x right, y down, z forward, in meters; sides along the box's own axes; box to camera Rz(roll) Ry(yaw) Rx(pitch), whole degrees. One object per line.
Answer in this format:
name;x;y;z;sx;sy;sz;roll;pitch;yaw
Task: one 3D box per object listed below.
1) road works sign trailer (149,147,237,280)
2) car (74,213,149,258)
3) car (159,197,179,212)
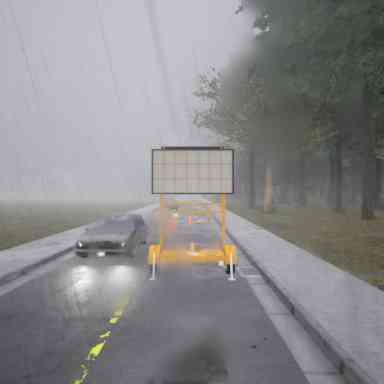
road works sign trailer;0.019;0.464;9.873;2.380;3.560;2.880;0;0;0
car;-2.825;1.547;12.982;2.033;1.411;5.357;0;0;0
car;-2.679;1.352;39.146;2.097;1.767;4.553;0;0;0
